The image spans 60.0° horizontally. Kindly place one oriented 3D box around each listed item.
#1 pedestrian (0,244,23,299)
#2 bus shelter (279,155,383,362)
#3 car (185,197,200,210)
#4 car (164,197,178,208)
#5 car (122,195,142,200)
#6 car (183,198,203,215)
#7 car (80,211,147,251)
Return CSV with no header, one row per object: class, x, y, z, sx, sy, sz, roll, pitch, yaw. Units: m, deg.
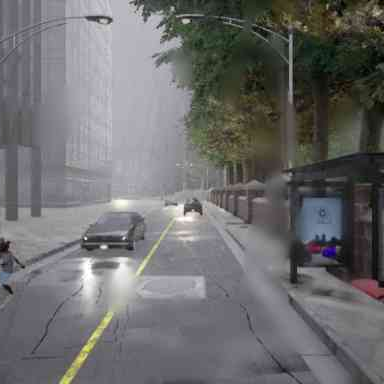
pedestrian,-3.885,1.296,7.026,0.375,1.860,0.375,0,0,-15
bus shelter,3.138,0.876,6.340,1.920,2.740,3.880,0,0,0
car,0.101,1.480,44.938,1.882,1.535,5.008,0,0,0
car,-3.085,1.524,49.450,1.812,1.442,4.674,0,0,0
car,-14.912,1.370,82.988,4.829,1.417,1.752,1,-1,0
car,0.103,1.511,33.872,1.837,1.490,4.892,0,0,0
car,-3.098,1.550,14.359,2.033,1.411,5.357,0,0,0
